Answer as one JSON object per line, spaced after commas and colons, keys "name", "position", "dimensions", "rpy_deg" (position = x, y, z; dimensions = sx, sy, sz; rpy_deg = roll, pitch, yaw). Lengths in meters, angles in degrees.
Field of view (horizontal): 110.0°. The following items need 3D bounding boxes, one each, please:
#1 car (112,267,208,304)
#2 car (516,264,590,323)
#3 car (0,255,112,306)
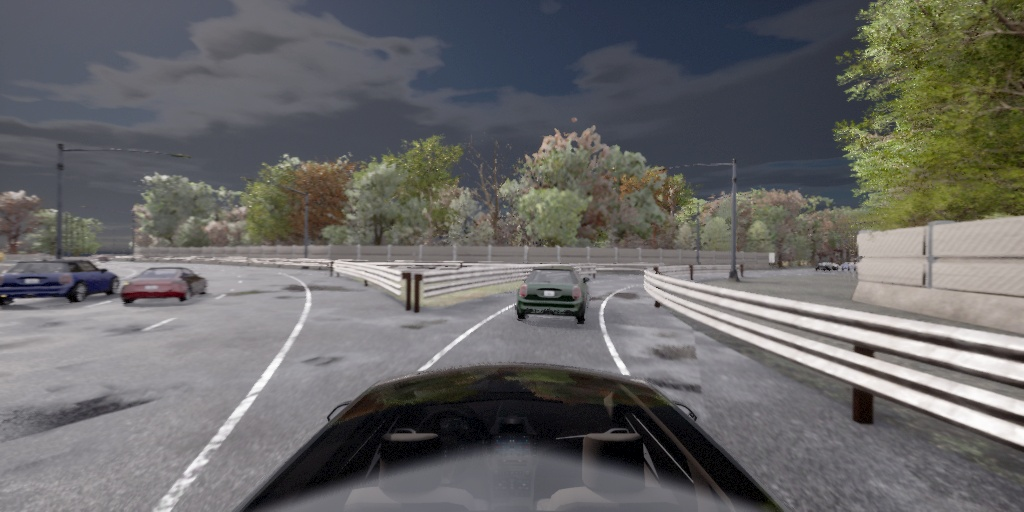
{"name": "car", "position": [-14.852, 1.167, 15.556], "dimensions": [1.994, 1.385, 4.181], "rpy_deg": [1, 0, -29]}
{"name": "car", "position": [1.587, 1.123, 12.562], "dimensions": [2.097, 1.767, 4.553], "rpy_deg": [1, 0, 13]}
{"name": "car", "position": [-18.504, 0.918, 14.858], "dimensions": [2.097, 1.767, 4.553], "rpy_deg": [1, 0, -30]}
